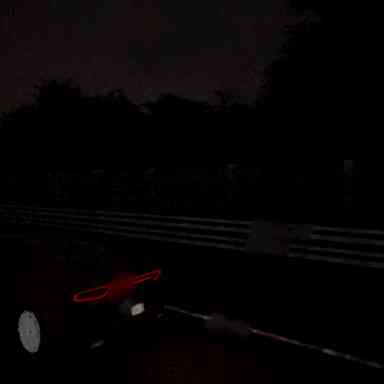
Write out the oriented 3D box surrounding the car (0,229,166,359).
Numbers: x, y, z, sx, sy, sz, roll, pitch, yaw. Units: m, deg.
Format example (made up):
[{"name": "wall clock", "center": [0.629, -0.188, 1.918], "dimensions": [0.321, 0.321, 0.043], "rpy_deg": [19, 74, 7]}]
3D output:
[{"name": "car", "center": [-2.753, 1.409, 5.956], "dimensions": [5.008, 1.535, 1.882], "rpy_deg": [1, 0, 35]}]
